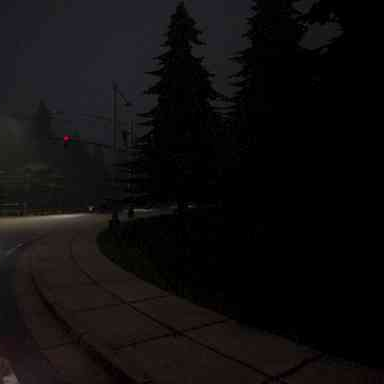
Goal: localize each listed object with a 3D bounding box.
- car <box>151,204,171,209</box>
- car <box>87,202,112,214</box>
[{"bbox_3d":[-4.745,1.352,45.203,2.097,1.767,4.553,0,0,28],"label":"car"},{"bbox_3d":[-9.297,1.492,36.270,2.128,1.511,4.902,0,0,26],"label":"car"}]
